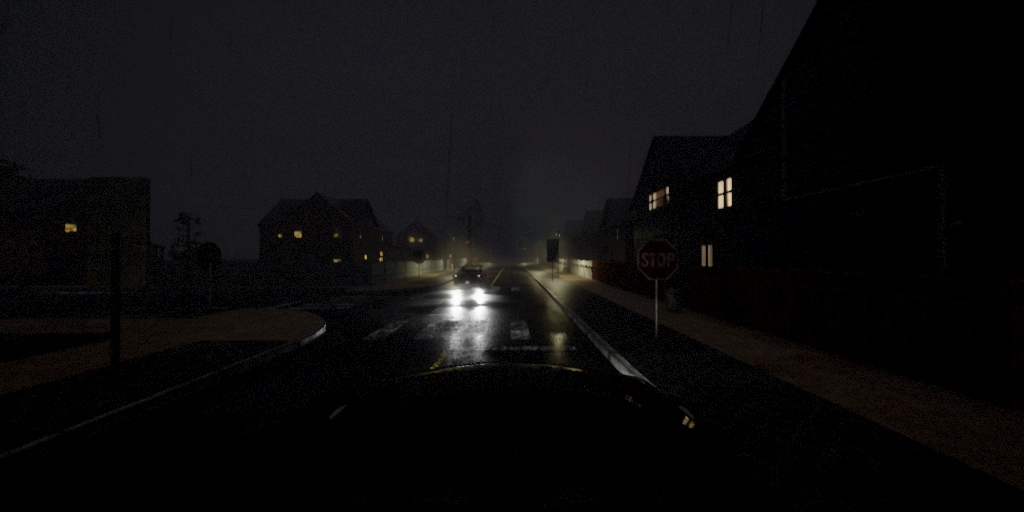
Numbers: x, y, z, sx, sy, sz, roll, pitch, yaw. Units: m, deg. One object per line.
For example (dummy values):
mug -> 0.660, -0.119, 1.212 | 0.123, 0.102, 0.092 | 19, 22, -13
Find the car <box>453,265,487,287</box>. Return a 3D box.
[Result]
car -> -2.743, 1.310, 24.278 | 1.895, 1.301, 4.718 | 0, 0, 0
